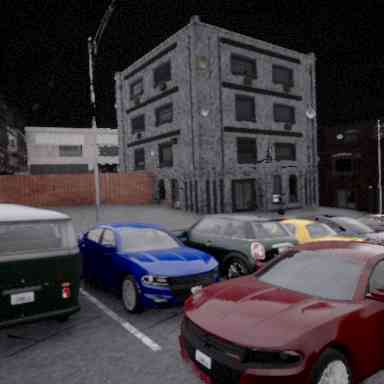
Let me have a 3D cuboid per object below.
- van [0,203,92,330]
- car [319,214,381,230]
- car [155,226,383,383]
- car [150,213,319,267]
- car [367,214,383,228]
[{"bbox_3d":[-3.681,1.255,6.522,1.878,1.987,4.442,0,0,-36],"label":"van"},{"bbox_3d":[3.178,1.575,11.510,1.946,1.575,5.366,1,-1,-36],"label":"car"},{"bbox_3d":[2.153,1.510,4.916,5.008,1.535,1.882,1,-1,-35],"label":"car"},{"bbox_3d":[0.931,1.410,9.638,2.185,1.767,4.553,1,0,-36],"label":"car"},{"bbox_3d":[5.573,1.649,12.959,2.163,1.488,4.792,1,-1,-36],"label":"car"}]
